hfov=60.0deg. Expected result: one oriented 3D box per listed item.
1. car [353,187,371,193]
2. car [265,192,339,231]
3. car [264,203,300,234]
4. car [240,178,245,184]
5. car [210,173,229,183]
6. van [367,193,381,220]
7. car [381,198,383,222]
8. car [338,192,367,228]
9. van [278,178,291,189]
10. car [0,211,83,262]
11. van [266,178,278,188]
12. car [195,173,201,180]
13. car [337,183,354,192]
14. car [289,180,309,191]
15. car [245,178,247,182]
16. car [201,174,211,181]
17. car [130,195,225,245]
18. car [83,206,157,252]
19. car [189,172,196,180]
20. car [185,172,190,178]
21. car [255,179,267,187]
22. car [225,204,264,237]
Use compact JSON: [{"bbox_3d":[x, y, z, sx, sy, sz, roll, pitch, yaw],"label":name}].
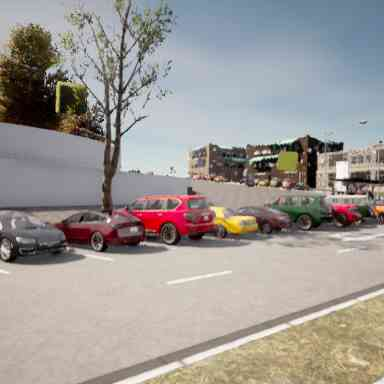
[{"bbox_3d":[28.091,0.093,54.217,2.002,1.452,4.674,7,3,35],"label":"car"},{"bbox_3d":[5.733,1.216,20.603,5.566,2.045,2.435,-1,-1,35],"label":"car"},{"bbox_3d":[3.305,1.502,18.846,4.674,1.452,2.002,-1,-1,35],"label":"car"},{"bbox_3d":[12.557,-2.370,76.425,2.002,1.452,4.674,7,3,35],"label":"car"},{"bbox_3d":[7.454,-3.233,83.936,1.946,1.575,5.366,7,3,34],"label":"car"},{"bbox_3d":[10.785,1.252,23.977,4.442,1.987,1.878,-1,-1,35],"label":"van"},{"bbox_3d":[13.195,1.359,25.727,4.553,1.767,2.185,-1,-1,35],"label":"car"},{"bbox_3d":[8.246,1.222,22.308,5.566,2.045,2.435,-1,-1,35],"label":"car"},{"bbox_3d":[19.432,-1.540,66.439,1.878,1.987,4.442,7,4,35],"label":"van"},{"bbox_3d":[-6.487,1.444,11.902,4.892,1.521,2.231,-1,-1,35],"label":"car"},{"bbox_3d":[17.704,-1.814,68.910,1.878,1.987,4.442,7,4,35],"label":"van"},{"bbox_3d":[3.810,-3.909,88.662,2.185,1.767,4.553,6,3,34],"label":"car"},{"bbox_3d":[26.400,-0.470,56.690,2.435,2.045,5.566,7,3,35],"label":"car"},{"bbox_3d":[21.192,-1.040,64.076,2.231,1.521,4.892,7,3,35],"label":"car"},{"bbox_3d":[14.299,-2.096,73.963,2.002,1.452,4.674,7,4,35],"label":"car"},{"bbox_3d":[5.603,-3.756,86.196,2.435,2.045,5.566,7,3,34],"label":"car"},{"bbox_3d":[-1.622,1.200,15.392,5.566,2.045,2.435,-1,-1,35],"label":"car"},{"bbox_3d":[-4.067,1.475,13.648,4.792,1.488,2.163,-1,-1,35],"label":"car"},{"bbox_3d":[2.080,-4.145,91.132,2.185,1.767,4.553,4,1,33],"label":"car"},{"bbox_3d":[0.309,-4.423,93.480,2.435,2.045,5.566,1,-1,34],"label":"car"},{"bbox_3d":[16.130,-1.863,71.642,1.946,1.575,5.366,7,3,35],"label":"car"},{"bbox_3d":[0.698,1.455,17.219,5.366,1.575,1.946,-1,-1,35],"label":"car"}]
